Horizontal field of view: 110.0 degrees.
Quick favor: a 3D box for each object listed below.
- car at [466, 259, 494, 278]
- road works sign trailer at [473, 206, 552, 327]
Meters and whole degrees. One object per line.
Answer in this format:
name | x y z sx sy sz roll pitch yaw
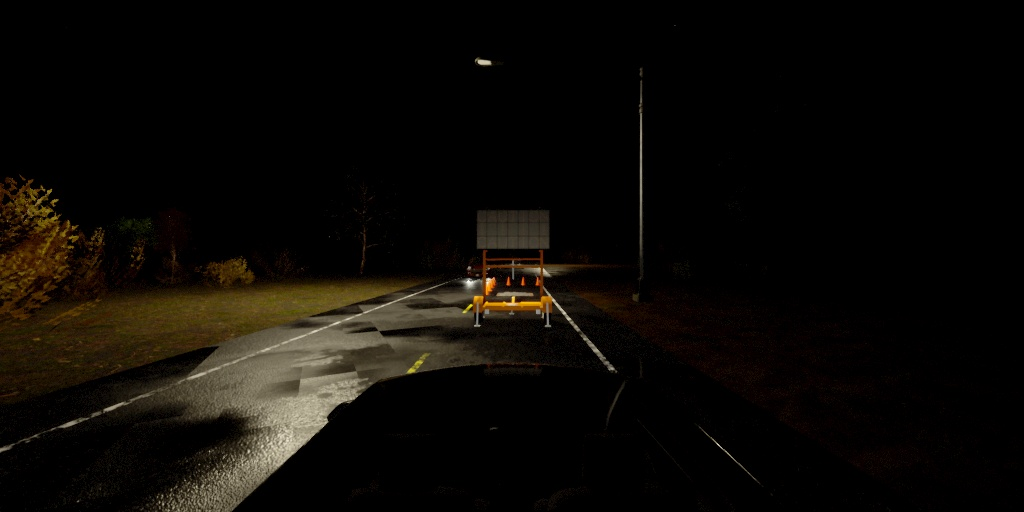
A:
car | -2.894 1.099 33.188 2.097 1.767 4.553 0 0 2
road works sign trailer | 0.038 0.214 11.533 2.380 3.560 2.880 0 0 1
